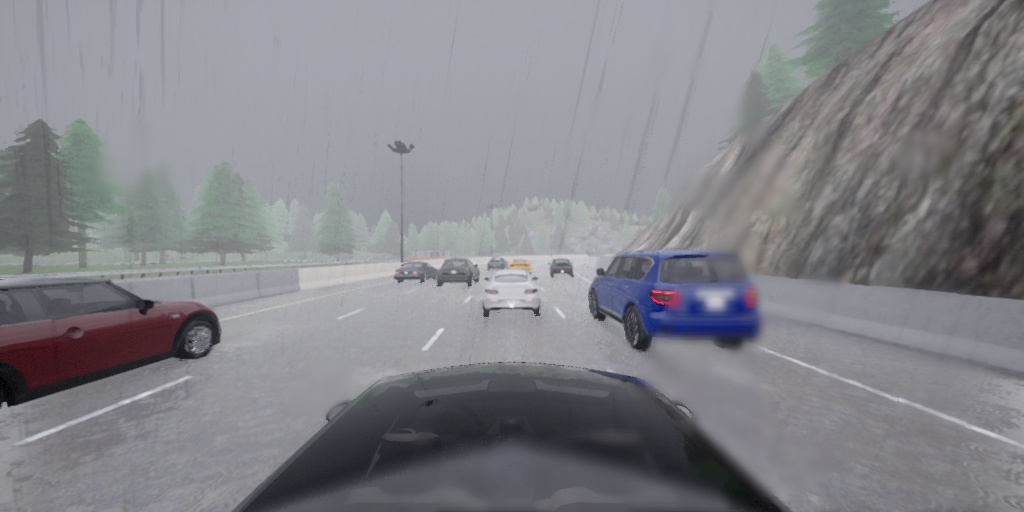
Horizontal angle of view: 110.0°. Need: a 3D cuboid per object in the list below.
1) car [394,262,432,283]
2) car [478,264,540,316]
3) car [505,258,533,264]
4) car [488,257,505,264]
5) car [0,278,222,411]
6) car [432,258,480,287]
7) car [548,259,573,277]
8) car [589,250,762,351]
[{"bbox_3d":[-6.705,1.116,25.678,2.033,1.411,5.357,0,1,3],"label":"car"},{"bbox_3d":[-0.024,1.176,12.788,1.812,1.442,4.674,0,1,0],"label":"car"},{"bbox_3d":[0.835,0.947,32.363,1.882,1.535,5.008,0,1,5],"label":"car"},{"bbox_3d":[-1.575,0.889,41.672,2.128,1.511,4.902,0,0,8],"label":"car"},{"bbox_3d":[-6.944,1.105,5.408,2.097,1.767,4.553,0,1,-1],"label":"car"},{"bbox_3d":[-3.311,0.927,22.949,2.097,1.767,4.553,0,0,2],"label":"car"},{"bbox_3d":[4.223,0.969,31.045,1.837,1.490,4.892,0,1,5],"label":"car"},{"bbox_3d":[3.504,0.888,8.907,2.150,2.045,5.566,0,0,-1],"label":"car"}]
